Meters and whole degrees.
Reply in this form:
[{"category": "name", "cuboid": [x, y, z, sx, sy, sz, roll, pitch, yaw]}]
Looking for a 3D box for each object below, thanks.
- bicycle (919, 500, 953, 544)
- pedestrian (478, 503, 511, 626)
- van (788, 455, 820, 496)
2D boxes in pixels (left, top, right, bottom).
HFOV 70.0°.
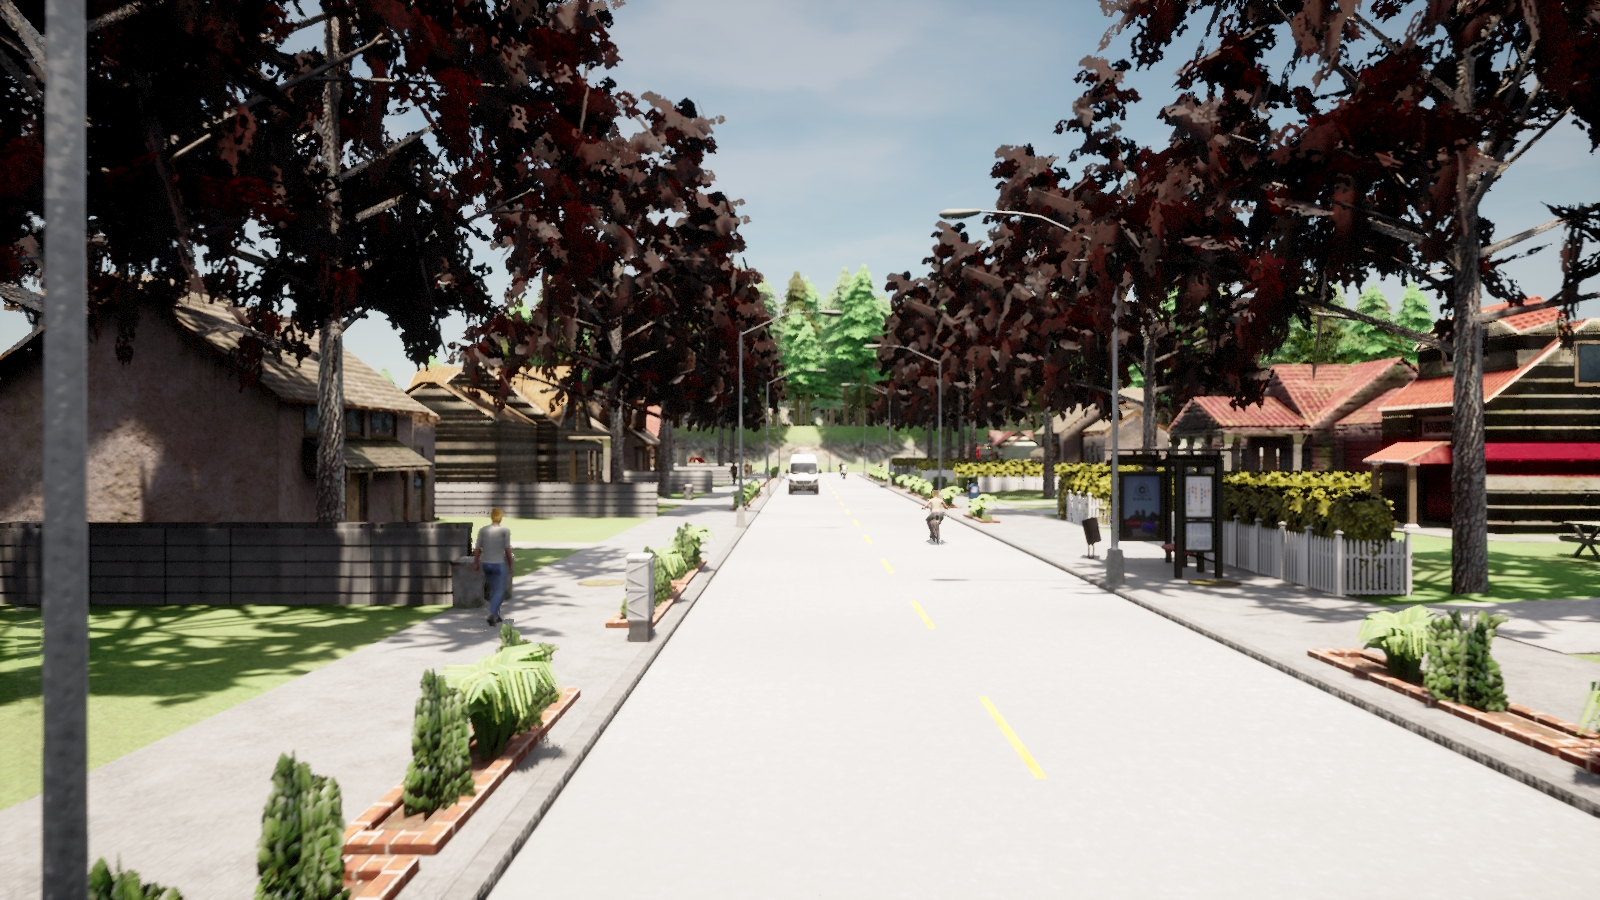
[{"category": "bicycle", "cuboid": [4.128, 2.183, 34.860, 0.859, 1.276, 1.487, 0, 0, 0]}, {"category": "pedestrian", "cuboid": [-4.732, 1.756, 17.694, 0.375, 1.860, 0.375, 0, 0, 9]}, {"category": "van", "cuboid": [0.238, 1.586, 74.414, 1.988, 2.561, 5.915, 0, 0, 0]}]
